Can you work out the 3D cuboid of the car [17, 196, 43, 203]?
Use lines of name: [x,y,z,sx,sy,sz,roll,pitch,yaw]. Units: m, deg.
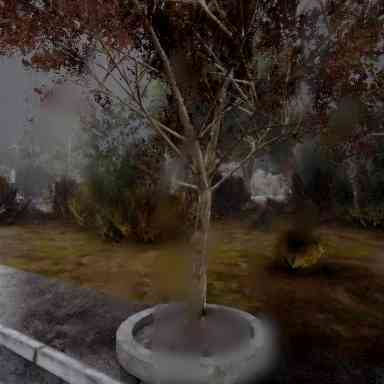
car: [-22.035,1.217,44.858,2.033,1.411,5.357,1,0,32]
